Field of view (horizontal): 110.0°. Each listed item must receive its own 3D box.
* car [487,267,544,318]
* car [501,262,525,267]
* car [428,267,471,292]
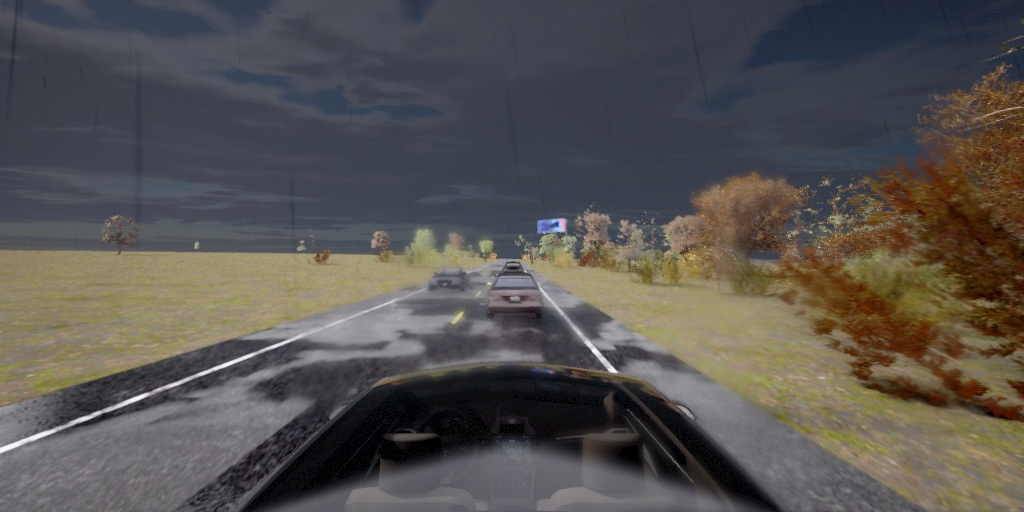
[{"bbox_3d":[0.099,1.300,13.018,2.033,1.411,5.357,0,0,0],"label":"car"},{"bbox_3d":[0.097,1.266,32.265,1.837,1.490,4.892,0,0,0],"label":"car"},{"bbox_3d":[-3.600,1.320,21.153,1.994,1.385,4.181,0,0,0],"label":"car"}]
